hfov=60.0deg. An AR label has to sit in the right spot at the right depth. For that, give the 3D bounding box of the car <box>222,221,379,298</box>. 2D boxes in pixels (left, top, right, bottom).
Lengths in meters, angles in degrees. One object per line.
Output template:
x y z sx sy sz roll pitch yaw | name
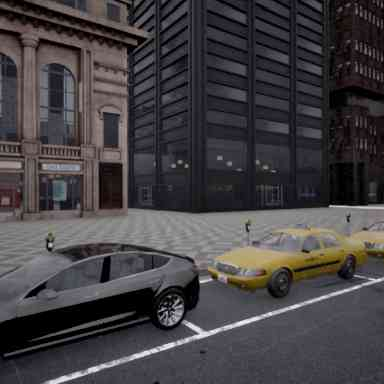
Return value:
2.611 1.525 8.495 4.829 1.417 1.752 0 0 -35 | car

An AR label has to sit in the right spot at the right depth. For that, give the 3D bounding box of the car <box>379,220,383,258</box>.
7.211 1.525 11.760 4.829 1.417 1.752 0 0 -35 | car

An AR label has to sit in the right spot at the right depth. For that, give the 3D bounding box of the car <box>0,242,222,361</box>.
-1.850 1.566 5.329 4.313 1.339 1.947 0 0 -35 | car
